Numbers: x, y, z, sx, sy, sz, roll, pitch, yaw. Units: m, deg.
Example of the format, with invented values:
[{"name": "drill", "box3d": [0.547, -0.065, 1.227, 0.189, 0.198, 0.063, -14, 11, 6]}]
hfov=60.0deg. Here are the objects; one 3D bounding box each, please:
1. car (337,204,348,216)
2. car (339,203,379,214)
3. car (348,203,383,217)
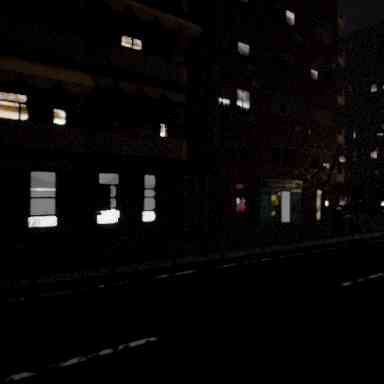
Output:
[{"name": "car", "box3d": [14.410, 1.791, 37.644, 2.192, 1.841, 5.009, -1, 0, -36]}, {"name": "car", "box3d": [21.389, 2.103, 42.753, 1.802, 1.307, 4.206, -1, 0, -36]}, {"name": "car", "box3d": [18.636, 1.940, 36.557, 2.128, 1.511, 4.902, 0, -1, -35]}]
